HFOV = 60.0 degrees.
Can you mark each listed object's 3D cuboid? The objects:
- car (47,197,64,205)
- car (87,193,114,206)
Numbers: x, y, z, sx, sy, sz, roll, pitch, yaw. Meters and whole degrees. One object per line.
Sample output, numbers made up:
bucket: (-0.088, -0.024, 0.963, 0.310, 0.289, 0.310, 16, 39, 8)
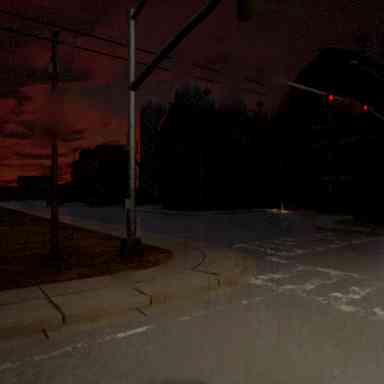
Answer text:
car: (-23.348, 1.537, 56.654, 1.994, 1.385, 4.181, 0, 0, -36)
car: (-13.817, 1.118, 50.584, 3.866, 1.878, 1.905, -2, 5, 11)
